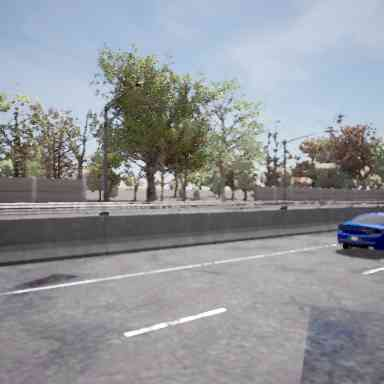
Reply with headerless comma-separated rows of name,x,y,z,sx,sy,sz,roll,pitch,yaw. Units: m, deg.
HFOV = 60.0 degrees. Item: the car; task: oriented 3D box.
car,8.134,1.616,13.960,5.008,1.535,1.882,0,0,-35
